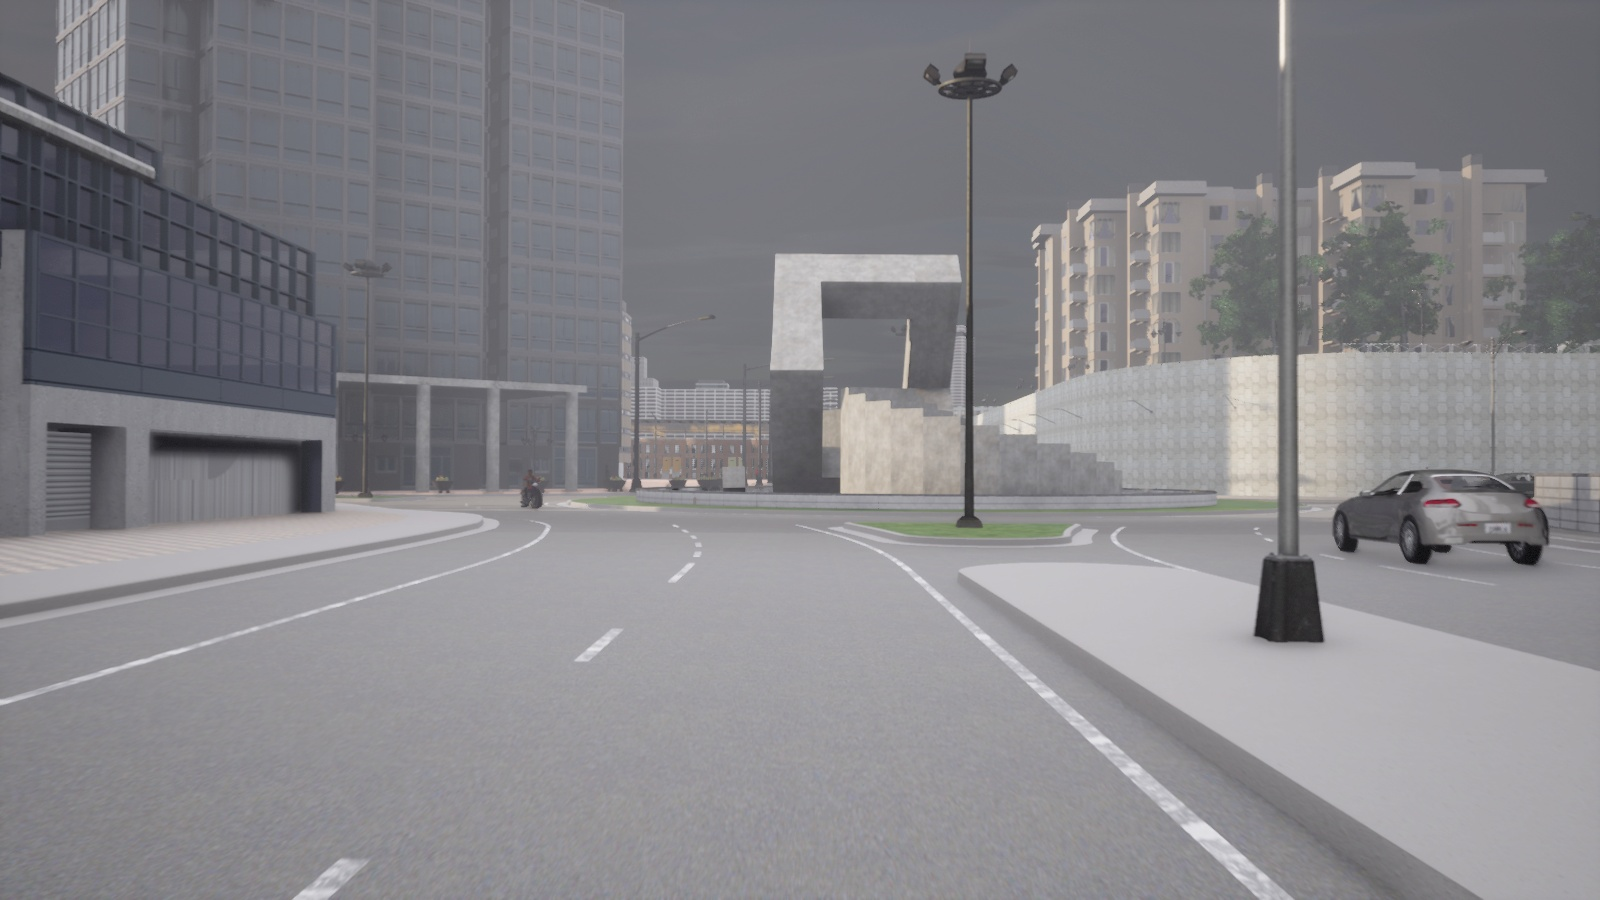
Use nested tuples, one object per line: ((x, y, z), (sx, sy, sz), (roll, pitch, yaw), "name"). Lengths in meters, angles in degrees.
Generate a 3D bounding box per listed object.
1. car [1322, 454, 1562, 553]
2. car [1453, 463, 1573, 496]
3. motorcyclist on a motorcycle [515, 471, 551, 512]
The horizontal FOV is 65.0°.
((11.732, 0.939, 23.437), (2.152, 1.651, 5.027), (0, -1, 4), "car")
((37.248, 1.544, 65.711), (5.027, 1.651, 2.152), (0, -1, 2), "car")
((-10.891, 1.664, 51.103), (0.766, 1.649, 2.350), (1, -1, -29), "motorcyclist on a motorcycle")
